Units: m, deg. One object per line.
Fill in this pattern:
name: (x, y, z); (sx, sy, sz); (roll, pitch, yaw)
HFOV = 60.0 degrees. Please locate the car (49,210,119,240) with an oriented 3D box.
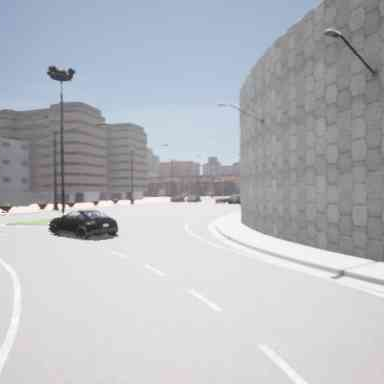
car: (-5.807, 1.636, 17.679); (4.181, 1.385, 1.994); (-1, 0, 39)

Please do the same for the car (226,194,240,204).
car: (7.817, 1.411, 58.274); (1.994, 1.385, 4.181); (-1, 0, 19)

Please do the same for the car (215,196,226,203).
car: (5.795, 1.474, 63.493); (1.895, 1.301, 4.718); (-1, 0, 19)

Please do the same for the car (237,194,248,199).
car: (12.885, 1.141, 84.467); (1.994, 1.385, 4.181); (-1, 0, 19)

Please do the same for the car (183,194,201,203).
car: (0.321, 1.304, 69.197); (2.097, 1.767, 4.553); (-1, 0, 19)

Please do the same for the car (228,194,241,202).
car: (9.552, 1.309, 74.624); (1.837, 1.490, 4.892); (-1, 0, 19)

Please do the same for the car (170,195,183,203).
car: (-3.001, 1.474, 70.292); (1.882, 1.535, 5.008); (-1, 0, 19)
